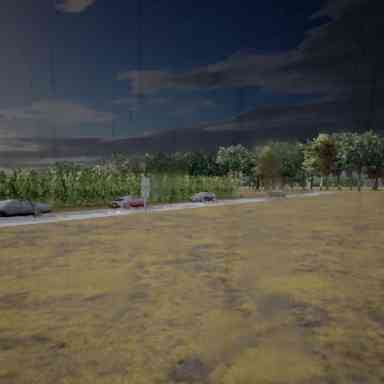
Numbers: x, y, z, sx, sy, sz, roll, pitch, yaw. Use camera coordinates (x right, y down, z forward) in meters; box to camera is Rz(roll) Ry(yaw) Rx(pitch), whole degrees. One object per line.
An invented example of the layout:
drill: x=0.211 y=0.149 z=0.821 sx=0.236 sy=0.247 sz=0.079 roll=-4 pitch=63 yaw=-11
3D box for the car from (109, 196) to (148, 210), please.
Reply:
car: x=-6.416 y=1.055 z=33.945 sx=1.994 sy=1.385 sz=4.181 roll=0 pitch=1 yaw=35

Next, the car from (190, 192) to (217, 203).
car: x=1.591 y=0.741 z=45.260 sx=1.837 sy=1.490 sz=4.892 roll=0 pitch=1 yaw=35

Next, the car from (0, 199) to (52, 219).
car: x=-13.085 y=1.257 z=24.402 sx=2.033 sy=1.411 sz=5.357 roll=0 pitch=1 yaw=34

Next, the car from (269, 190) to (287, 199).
car: x=15.479 y=0.345 z=59.880 sx=1.882 sy=1.535 sz=5.008 roll=0 pitch=1 yaw=35
